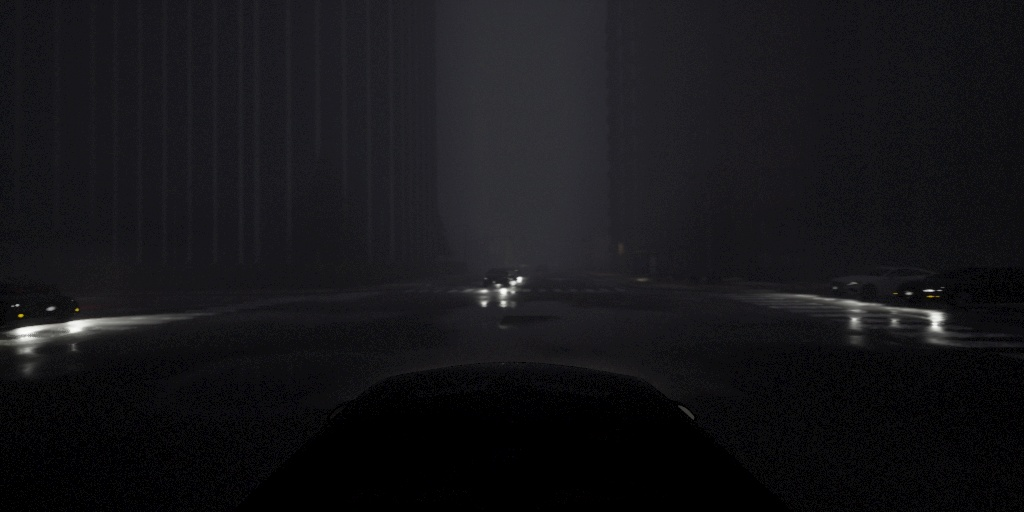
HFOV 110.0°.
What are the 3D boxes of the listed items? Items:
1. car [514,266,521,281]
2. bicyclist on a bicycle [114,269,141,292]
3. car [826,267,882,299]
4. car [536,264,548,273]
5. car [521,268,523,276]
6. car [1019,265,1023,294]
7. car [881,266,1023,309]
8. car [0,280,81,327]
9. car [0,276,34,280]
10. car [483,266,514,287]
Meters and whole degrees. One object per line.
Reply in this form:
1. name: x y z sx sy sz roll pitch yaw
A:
1. car: -0.419 1.843 38.496 1.812 1.442 4.674 -1 -1 5
2. bicyclist on a bicycle: -27.157 1.728 25.350 0.582 1.620 1.656 -1 -1 5
3. car: 17.776 1.212 16.990 4.674 1.442 1.812 -1 -1 4
4. car: 5.085 2.056 60.591 1.882 1.535 5.008 -1 -1 5
5. car: 0.420 2.058 48.458 1.895 1.301 4.718 -1 -1 5
6. car: 27.339 1.092 16.297 5.357 1.411 2.033 -1 -1 3
7. car: 17.514 1.141 13.507 4.892 1.490 1.837 -1 -1 4
8. car: -17.961 1.672 12.592 4.181 1.385 1.994 -1 -1 4
9. car: -24.295 1.736 16.808 5.008 1.535 1.882 -1 -1 5
10. car: -1.166 1.714 29.355 1.812 1.442 4.674 -1 -1 5
